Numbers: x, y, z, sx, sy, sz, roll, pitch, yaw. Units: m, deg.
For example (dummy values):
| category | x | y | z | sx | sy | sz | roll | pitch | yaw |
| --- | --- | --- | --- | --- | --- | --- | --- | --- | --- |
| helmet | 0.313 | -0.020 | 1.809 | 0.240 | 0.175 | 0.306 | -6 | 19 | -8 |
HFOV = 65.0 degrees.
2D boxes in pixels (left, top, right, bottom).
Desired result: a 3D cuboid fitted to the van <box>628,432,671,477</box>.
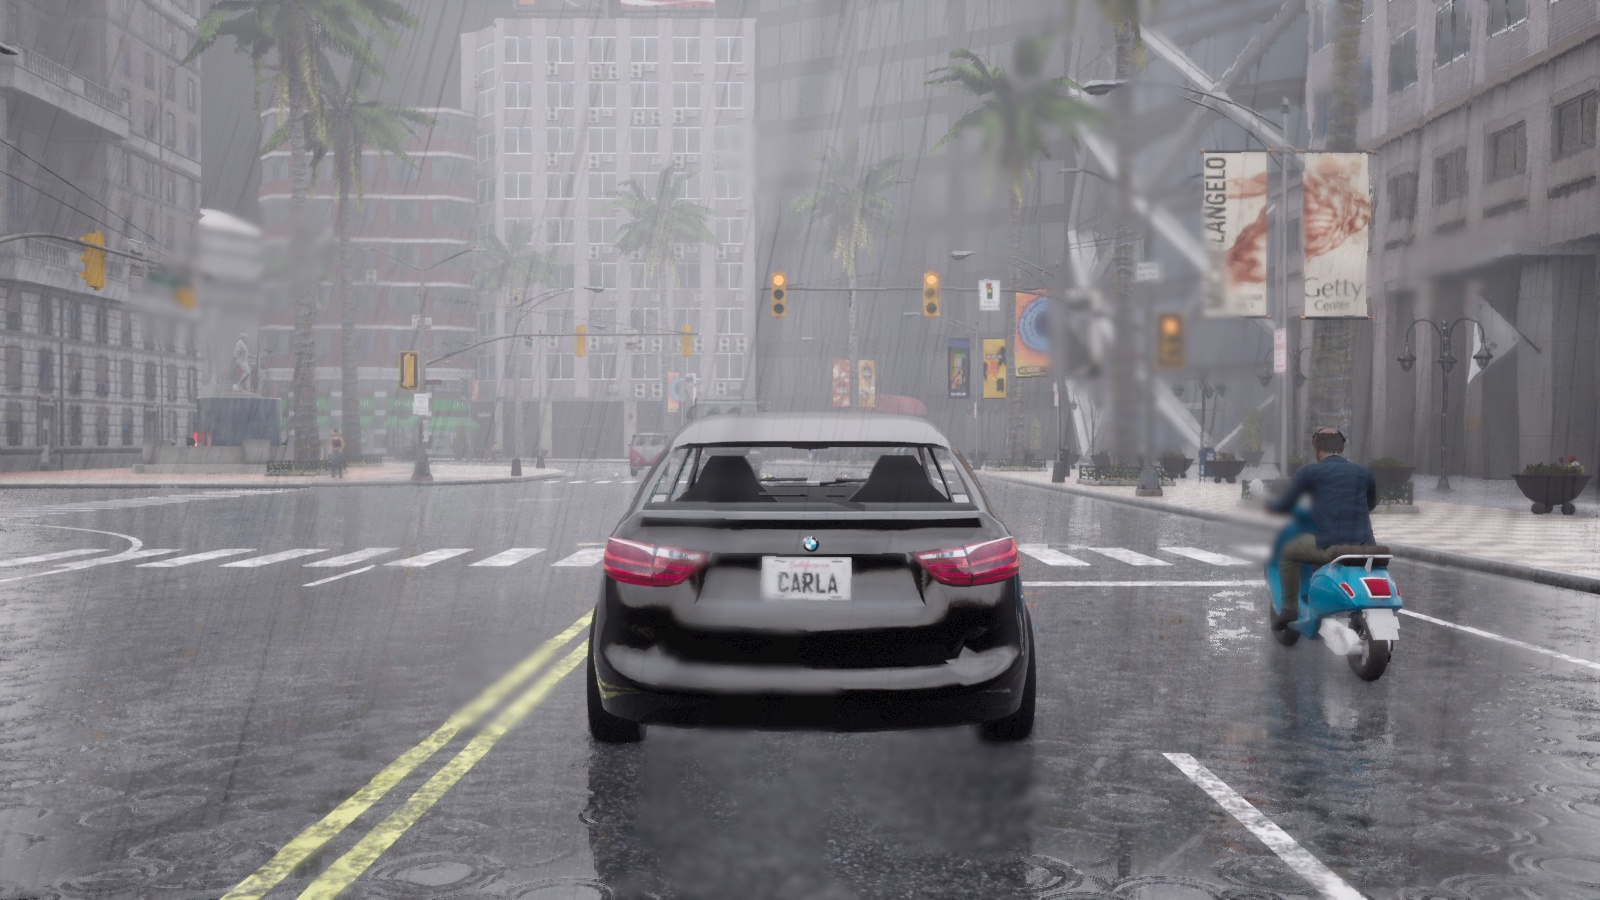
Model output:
| category | x | y | z | sx | sy | sz | roll | pitch | yaw |
| --- | --- | --- | --- | --- | --- | --- | --- | --- | --- |
| van | -6.817 | 0.169 | 57.191 | 1.775 | 1.987 | 4.442 | 0 | 1 | -5 |

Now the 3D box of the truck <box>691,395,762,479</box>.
| category | x | y | z | sx | sy | sz | roll | pitch | yaw |
| --- | --- | --- | --- | --- | --- | --- | --- | --- | --- |
| truck | -3.197 | -0.550 | 55.354 | 2.891 | 3.462 | 7.936 | 0 | 0 | -3 |

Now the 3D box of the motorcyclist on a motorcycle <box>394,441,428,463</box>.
| category | x | y | z | sx | sy | sz | roll | pitch | yaw |
| --- | --- | --- | --- | --- | --- | --- | --- | --- | --- |
| motorcyclist on a motorcycle | -28.715 | 0.150 | 92.744 | 2.350 | 1.649 | 0.766 | 0 | 1 | 19 |

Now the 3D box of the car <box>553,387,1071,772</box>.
| category | x | y | z | sx | sy | sz | roll | pitch | yaw |
| --- | --- | --- | --- | --- | --- | --- | --- | --- | --- |
| car | 0.062 | 0.547 | 7.745 | 2.242 | 1.667 | 4.611 | 0 | 0 | 0 |

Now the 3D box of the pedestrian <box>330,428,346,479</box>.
| category | x | y | z | sx | sy | sz | roll | pitch | yaw |
| --- | --- | --- | --- | --- | --- | --- | --- | --- | --- |
| pedestrian | -16.887 | 0.131 | 45.901 | 0.345 | 1.836 | 0.594 | 0 | 0 | -1 |

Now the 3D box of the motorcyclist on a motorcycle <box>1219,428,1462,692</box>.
| category | x | y | z | sx | sy | sz | roll | pitch | yaw |
| --- | --- | --- | --- | --- | --- | --- | --- | --- | --- |
| motorcyclist on a motorcycle | 3.552 | 0.655 | 8.461 | 0.866 | 1.590 | 1.817 | 0 | 0 | 1 |
